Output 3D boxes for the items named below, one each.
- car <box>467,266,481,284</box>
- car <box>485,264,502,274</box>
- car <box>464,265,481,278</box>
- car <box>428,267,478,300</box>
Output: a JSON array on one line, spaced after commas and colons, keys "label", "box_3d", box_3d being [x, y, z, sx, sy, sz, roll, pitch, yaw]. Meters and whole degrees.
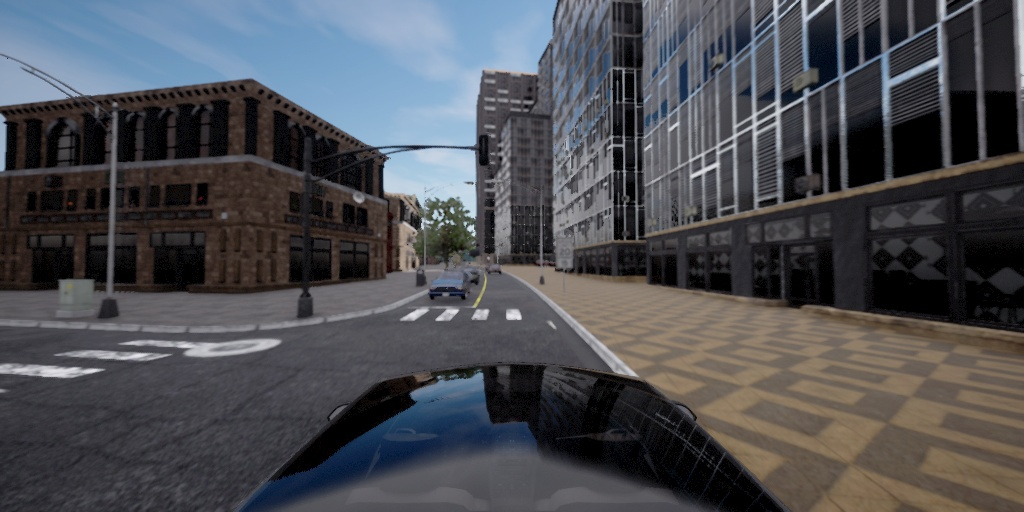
[{"label": "car", "box_3d": [-3.696, 1.618, 29.667, 1.994, 1.385, 4.181, 0, -1, -2]}, {"label": "car", "box_3d": [-2.436, 1.825, 50.327, 2.033, 1.411, 5.357, 0, -1, -6]}, {"label": "car", "box_3d": [-4.535, 1.785, 41.734, 1.895, 1.301, 4.718, 0, -1, -5]}, {"label": "car", "box_3d": [-3.226, 1.494, 19.642, 2.033, 1.411, 5.357, 0, -1, -2]}]
